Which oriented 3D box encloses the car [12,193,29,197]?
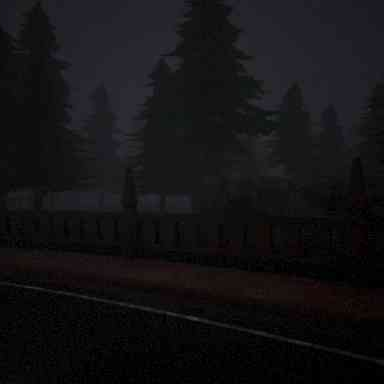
[{"bbox_3d":[-30.979,0.787,60.395,2.150,2.045,5.566,0,0,9],"label":"car"}]
